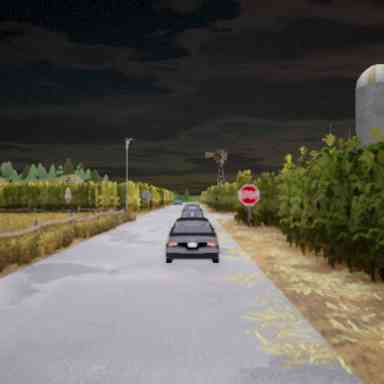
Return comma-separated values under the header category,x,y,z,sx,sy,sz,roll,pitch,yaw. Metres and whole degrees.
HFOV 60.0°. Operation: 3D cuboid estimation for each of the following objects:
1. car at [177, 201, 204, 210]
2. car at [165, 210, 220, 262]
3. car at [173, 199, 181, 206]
category,x,y,z,sx,sy,sz,roll,pitch,yaw
car,0.027,1.725,27.494,2.033,1.411,5.357,0,0,0
car,0.020,1.648,12.517,2.033,1.411,5.357,0,0,0
car,-3.054,2.301,71.988,1.837,1.490,4.892,0,-2,0
